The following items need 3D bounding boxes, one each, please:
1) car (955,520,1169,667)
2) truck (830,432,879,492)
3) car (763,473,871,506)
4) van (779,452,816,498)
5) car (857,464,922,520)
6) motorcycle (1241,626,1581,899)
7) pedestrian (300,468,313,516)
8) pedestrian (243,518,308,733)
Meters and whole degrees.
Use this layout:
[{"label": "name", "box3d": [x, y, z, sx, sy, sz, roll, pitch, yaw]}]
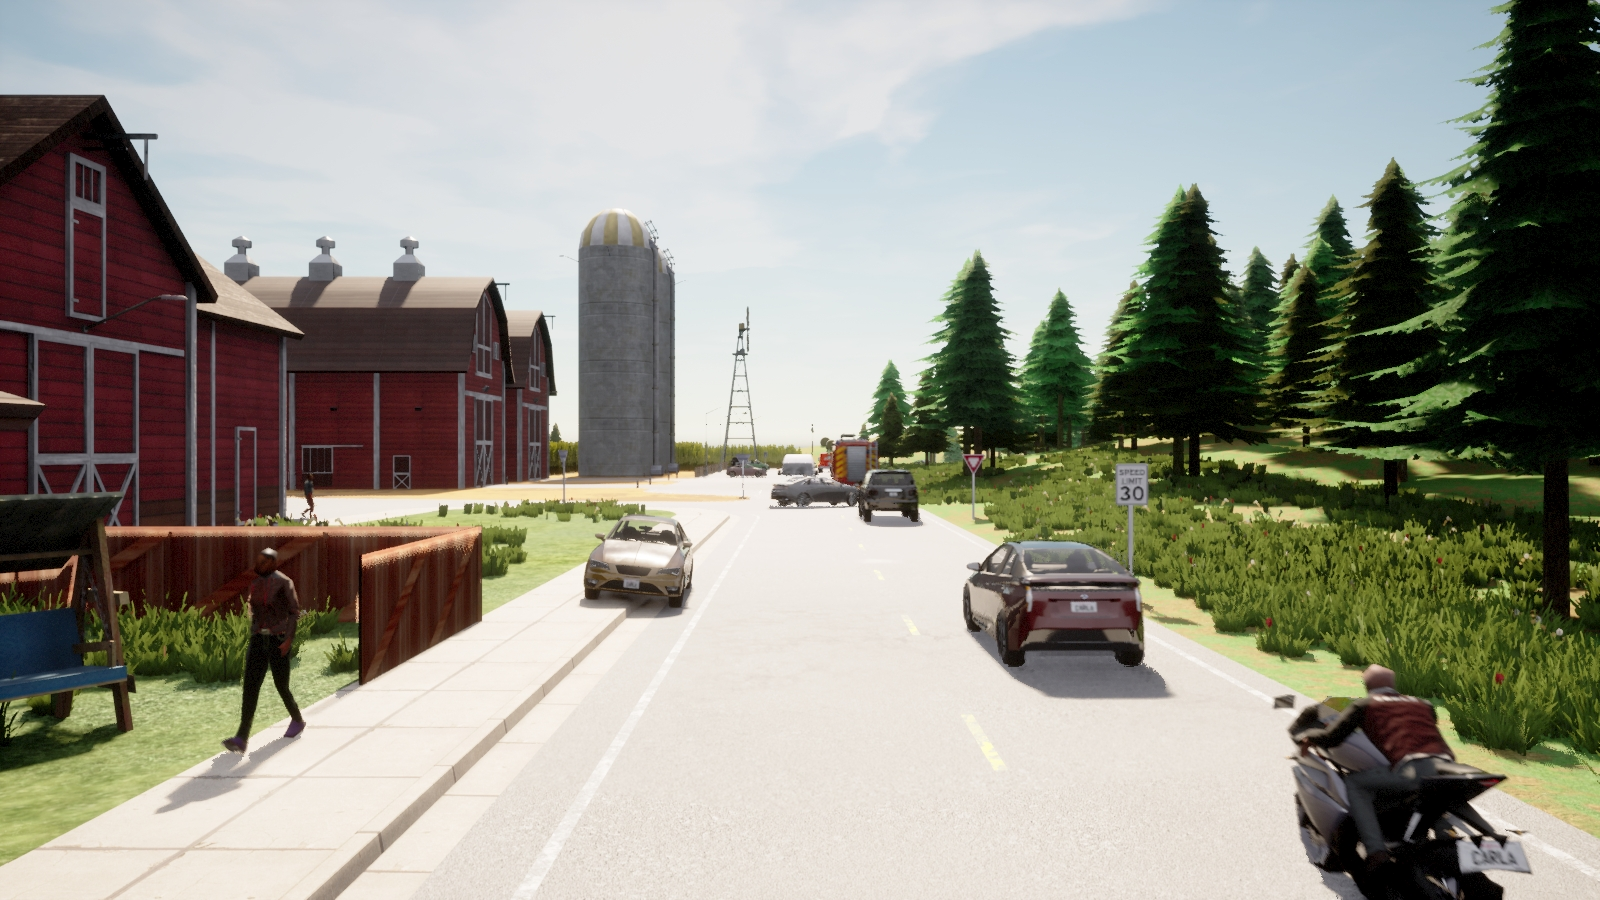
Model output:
[{"label": "car", "box3d": [3.520, 1.900, 16.276, 2.007, 1.525, 4.514, 0, 0, 0]}, {"label": "truck", "box3d": [3.560, 0.751, 76.771, 2.891, 3.827, 8.468, 0, 0, 0]}, {"label": "car", "box3d": [0.852, 1.880, 55.658, 4.902, 1.511, 2.128, 1, 0, -32]}, {"label": "van", "box3d": [-0.092, 1.394, 66.873, 1.988, 2.561, 5.915, 0, 0, 2]}, {"label": "car", "box3d": [3.550, 1.638, 46.401, 2.150, 2.045, 5.566, 0, 0, 0]}, {"label": "motorcycle", "box3d": [3.525, 1.961, 6.902, 0.867, 1.460, 2.209, 0, 0, 0]}, {"label": "pedestrian", "box3d": [-19.117, 1.616, 44.281, 0.375, 1.860, 0.375, 0, 0, -4]}, {"label": "pedestrian", "box3d": [-4.699, 1.555, 10.243, 0.375, 1.860, 0.375, 0, 0, 13]}]
